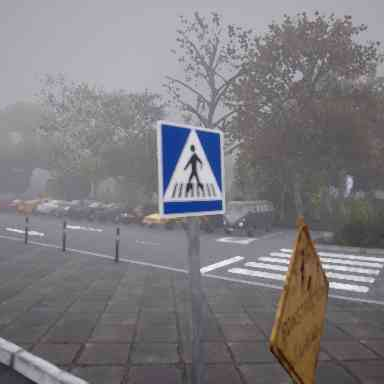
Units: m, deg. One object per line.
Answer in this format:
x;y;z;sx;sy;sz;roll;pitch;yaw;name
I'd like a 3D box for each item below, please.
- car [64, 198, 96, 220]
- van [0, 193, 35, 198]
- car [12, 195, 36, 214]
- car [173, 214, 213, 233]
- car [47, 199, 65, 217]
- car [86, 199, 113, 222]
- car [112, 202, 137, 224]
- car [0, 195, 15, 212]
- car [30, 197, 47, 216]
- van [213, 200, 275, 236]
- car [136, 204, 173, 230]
-7.812;1.516;28.310;2.097;1.535;5.008;1;1;35;car
-19.054;1.080;36.441;1.878;1.987;4.442;1;1;35;van
-14.603;1.389;33.127;2.097;1.535;5.008;1;1;35;car
1.247;1.719;21.896;2.163;1.488;4.792;1;1;35;car
-10.057;1.348;29.938;2.185;1.767;4.553;1;1;35;car
-5.557;1.561;26.692;2.231;1.521;4.892;1;1;35;car
-3.277;1.632;25.113;2.163;1.488;4.792;1;1;35;car
-16.865;1.388;34.738;2.002;1.452;4.674;1;1;35;car
-12.340;1.472;31.521;2.002;1.452;4.674;1;1;35;car
3.425;1.507;20.167;1.878;1.987;4.442;1;1;35;van
-1.140;1.643;23.330;1.946;1.575;5.366;1;1;35;car
